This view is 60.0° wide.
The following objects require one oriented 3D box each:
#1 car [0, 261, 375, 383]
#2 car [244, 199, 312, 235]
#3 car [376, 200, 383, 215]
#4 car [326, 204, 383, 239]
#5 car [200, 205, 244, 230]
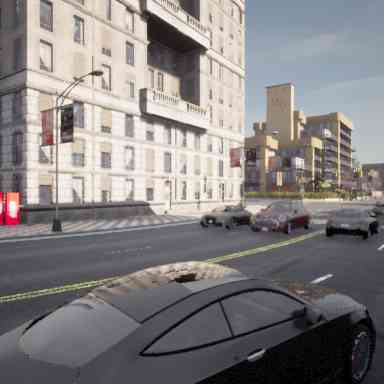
[{"bbox_3d":[0.199,1.523,3.603,4.674,1.442,1.812,0,0,-39],"label":"car"},{"bbox_3d":[5.135,1.340,18.955,2.097,1.767,4.553,0,0,38],"label":"car"},{"bbox_3d":[17.363,1.480,29.571,2.128,1.511,4.902,0,0,37],"label":"car"},{"bbox_3d":[8.474,1.556,17.434,1.994,1.385,4.181,0,0,37],"label":"car"},{"bbox_3d":[2.305,1.550,21.017,1.994,1.385,4.181,0,0,38],"label":"car"}]
